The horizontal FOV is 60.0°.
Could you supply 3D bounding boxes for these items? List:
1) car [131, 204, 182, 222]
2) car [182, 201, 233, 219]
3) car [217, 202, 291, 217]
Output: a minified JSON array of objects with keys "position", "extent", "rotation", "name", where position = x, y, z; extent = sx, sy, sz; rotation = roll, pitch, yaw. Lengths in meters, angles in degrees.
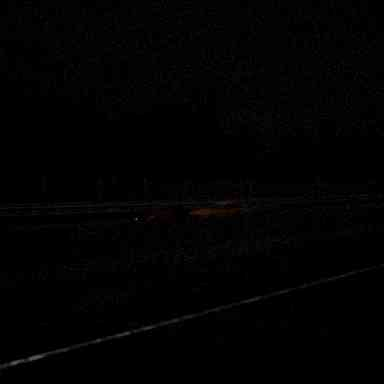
[{"position":[-1.973,1.554,23.980],"extent":[4.718,1.301,1.895],"rotation":[0,0,-35],"name":"car"},{"position":[2.095,1.415,22.542],"extent":[5.008,1.535,1.882],"rotation":[0,0,-35],"name":"car"},{"position":[4.000,1.465,19.612],"extent":[4.674,1.442,1.812],"rotation":[-1,0,-34],"name":"car"}]
